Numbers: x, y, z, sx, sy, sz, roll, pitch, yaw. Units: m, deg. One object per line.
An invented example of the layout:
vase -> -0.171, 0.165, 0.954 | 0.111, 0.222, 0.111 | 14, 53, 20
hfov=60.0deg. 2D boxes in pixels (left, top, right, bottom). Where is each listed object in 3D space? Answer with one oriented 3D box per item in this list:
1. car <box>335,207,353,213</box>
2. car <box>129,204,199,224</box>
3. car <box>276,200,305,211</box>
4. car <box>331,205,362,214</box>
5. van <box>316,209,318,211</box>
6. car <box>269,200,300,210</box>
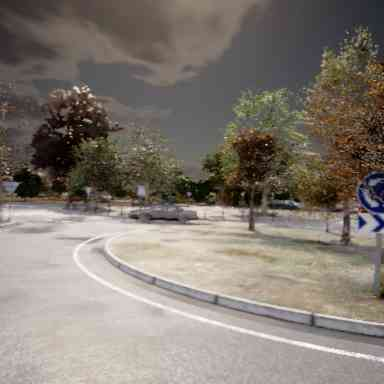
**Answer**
car -> 27.976, 3.091, 61.453 | 4.553, 1.767, 2.185 | 2, -2, 34
car -> -2.166, 1.683, 26.023 | 5.357, 1.411, 2.033 | 3, -1, -9
car -> 22.126, 2.983, 74.608 | 5.566, 2.045, 2.435 | 2, -2, 34
car -> 29.685, 3.363, 63.950 | 5.008, 1.535, 2.097 | 2, -2, 34
van -> 28.467, 3.656, 83.784 | 4.442, 1.987, 1.878 | 2, -2, 34
car -> 19.079, 2.715, 70.082 | 5.566, 2.045, 2.435 | 2, -2, 34
